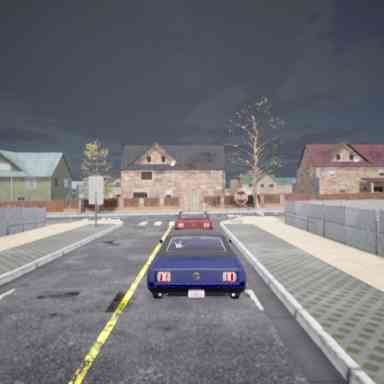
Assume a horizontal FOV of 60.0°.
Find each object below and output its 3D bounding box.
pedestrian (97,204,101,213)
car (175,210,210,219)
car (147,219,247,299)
[{"bbox_3d":[-9.651,1.252,34.004,0.375,1.860,0.375,0,2,0],"label":"pedestrian"},{"bbox_3d":[0.037,1.594,17.959,1.895,1.301,4.718,0,0,-1],"label":"car"},{"bbox_3d":[0.091,1.594,8.381,1.895,1.301,4.718,0,0,0],"label":"car"}]
